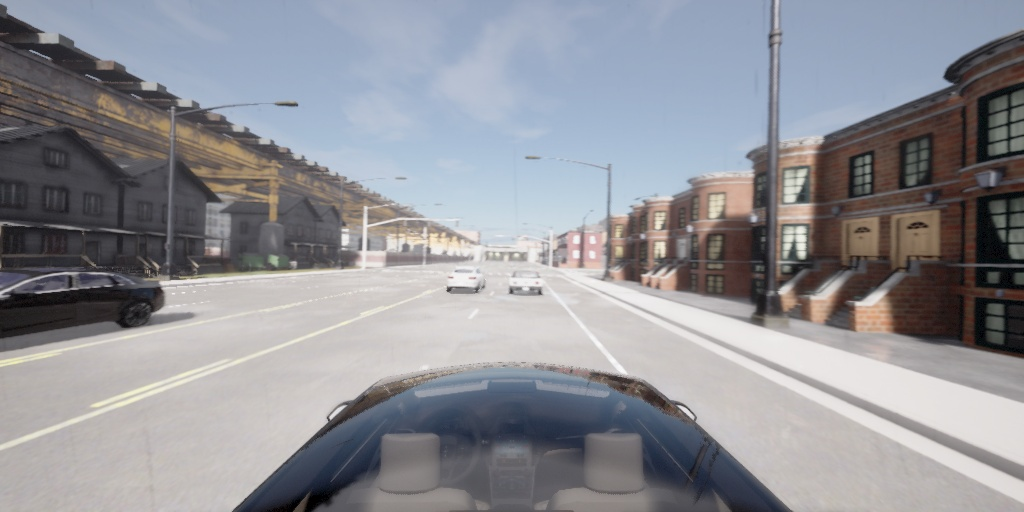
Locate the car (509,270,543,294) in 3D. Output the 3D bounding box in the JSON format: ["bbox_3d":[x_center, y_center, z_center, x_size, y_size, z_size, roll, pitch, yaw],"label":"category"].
[{"bbox_3d":[0.825,1.492,21.421,1.895,1.301,4.718,1,0,2],"label":"car"}]

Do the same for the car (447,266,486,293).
[{"bbox_3d":[-2.671,1.331,21.514,1.812,1.442,4.674,1,0,2],"label":"car"}]

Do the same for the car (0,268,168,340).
[{"bbox_3d":[-10.300,1.023,7.614,2.128,1.511,4.902,1,0,2],"label":"car"}]
